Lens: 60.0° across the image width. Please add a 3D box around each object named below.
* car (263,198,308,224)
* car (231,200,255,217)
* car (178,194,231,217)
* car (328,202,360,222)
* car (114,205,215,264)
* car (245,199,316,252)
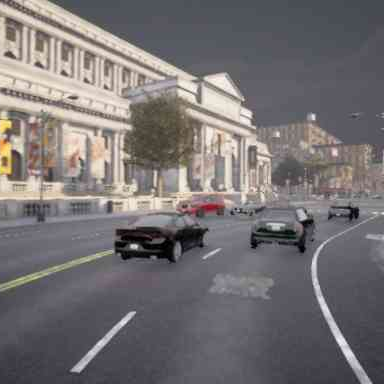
[{"bbox_3d":[7.479,1.389,26.331,2.097,1.767,4.553,1,0,34],"label":"car"},{"bbox_3d":[4.955,1.366,29.089,1.994,1.385,4.181,1,0,34],"label":"car"},{"bbox_3d":[0.906,1.191,29.408,2.150,2.045,5.566,1,0,35],"label":"car"},{"bbox_3d":[12.747,1.580,27.869,2.128,1.511,4.902,1,0,34],"label":"car"},{"bbox_3d":[-0.854,1.451,11.998,1.882,1.535,5.008,0,0,19],"label":"car"},{"bbox_3d":[4.061,1.372,14.395,2.097,1.767,4.553,1,0,25],"label":"car"}]
